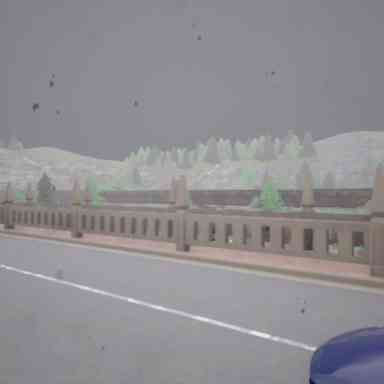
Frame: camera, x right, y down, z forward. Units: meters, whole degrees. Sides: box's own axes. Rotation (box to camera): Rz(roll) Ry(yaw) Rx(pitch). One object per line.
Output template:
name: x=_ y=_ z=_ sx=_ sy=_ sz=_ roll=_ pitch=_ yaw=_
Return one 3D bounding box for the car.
car: x=3.054 y=1.525 z=1.814 sx=4.674 sy=1.442 sz=1.812 roll=0 pitch=0 yaw=35
